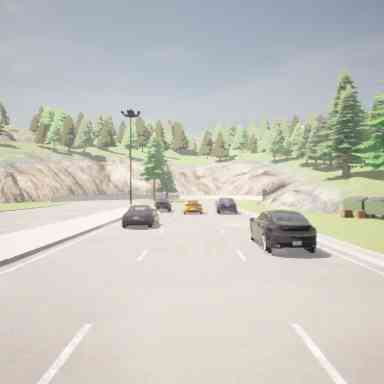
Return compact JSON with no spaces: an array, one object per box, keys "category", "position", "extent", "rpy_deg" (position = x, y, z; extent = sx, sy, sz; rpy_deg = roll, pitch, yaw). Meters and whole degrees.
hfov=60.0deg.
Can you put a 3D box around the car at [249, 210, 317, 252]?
[{"category":"car","position":[3.598,1.505,13.792],"extent":[1.837,1.490,4.892],"rpy_deg":[0,0,0]}]

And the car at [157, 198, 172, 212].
[{"category":"car","position":[-3.406,1.504,39.574],"extent":[1.837,1.490,4.892],"rpy_deg":[0,0,0]}]

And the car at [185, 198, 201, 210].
[{"category":"car","position":[0.128,1.547,44.502],"extent":[2.033,1.411,5.357],"rpy_deg":[0,0,1]}]

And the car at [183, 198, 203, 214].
[{"category":"car","position":[0.088,1.477,34.673],"extent":[1.882,1.535,5.008],"rpy_deg":[0,0,0]}]

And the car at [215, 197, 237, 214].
[{"category":"car","position":[3.592,1.354,35.831],"extent":[2.097,1.767,4.553],"rpy_deg":[0,0,0]}]

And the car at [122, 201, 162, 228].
[{"category":"car","position":[-3.403,1.564,22.334],"extent":[1.994,1.385,4.181],"rpy_deg":[0,0,0]}]
